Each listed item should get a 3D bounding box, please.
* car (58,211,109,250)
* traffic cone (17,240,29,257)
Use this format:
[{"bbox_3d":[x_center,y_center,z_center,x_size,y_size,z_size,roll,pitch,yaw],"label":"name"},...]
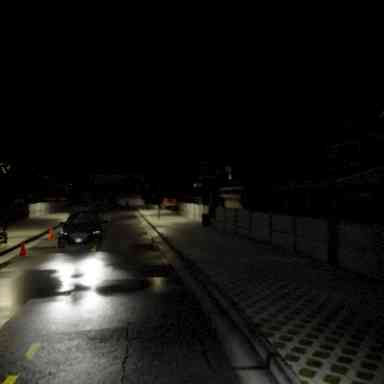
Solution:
[{"bbox_3d":[-4.969,1.669,15.544,2.128,1.511,4.902,0,-1,-12],"label":"car"},{"bbox_3d":[-6.350,2.106,12.510,0.340,0.580,0.340,0,-1,-12],"label":"traffic cone"}]
